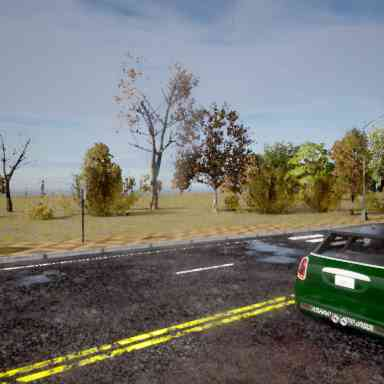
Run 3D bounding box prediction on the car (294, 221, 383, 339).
[{"bbox_3d":[4.027,1.351,6.137,4.553,1.767,2.097,0,0,-34],"label":"car"}]
